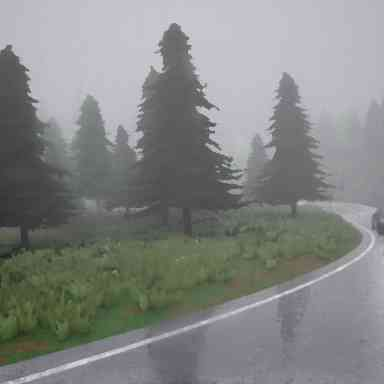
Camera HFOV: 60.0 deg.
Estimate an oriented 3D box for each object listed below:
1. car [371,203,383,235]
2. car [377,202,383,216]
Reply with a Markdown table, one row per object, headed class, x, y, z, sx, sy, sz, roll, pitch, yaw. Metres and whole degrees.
| class | x | y | z | sx | sy | sz | roll | pitch | yaw |
| --- | --- | --- | --- | --- | --- | --- | --- | --- | --- |
| car | 12.211 | 1.588 | 20.102 | 2.097 | 1.767 | 4.553 | -3 | -2 | 23 |
| car | 22.431 | 1.915 | 37.613 | 1.837 | 1.490 | 4.892 | -3 | -2 | 19 |
